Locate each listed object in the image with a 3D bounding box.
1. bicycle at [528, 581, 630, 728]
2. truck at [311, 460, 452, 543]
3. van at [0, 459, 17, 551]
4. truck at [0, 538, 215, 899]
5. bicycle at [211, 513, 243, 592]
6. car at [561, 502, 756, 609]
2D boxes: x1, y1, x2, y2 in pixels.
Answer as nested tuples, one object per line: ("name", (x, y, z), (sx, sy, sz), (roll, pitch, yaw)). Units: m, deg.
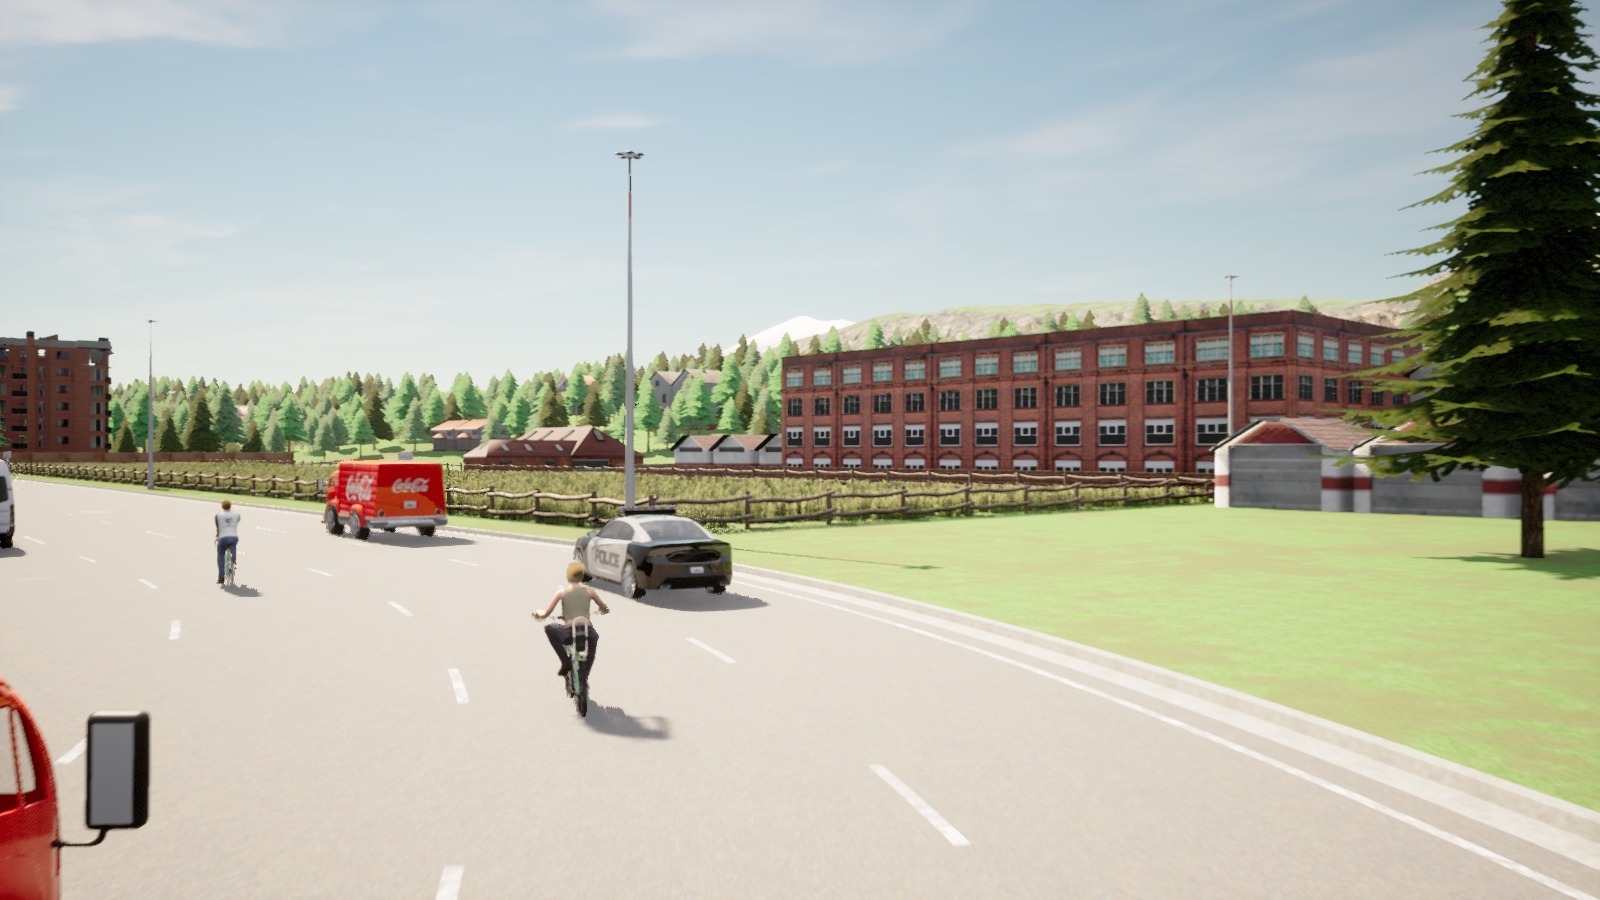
("bicycle", (-2.431, 2.167, 12.420), (0.859, 1.276, 1.487), (-2, 0, -19))
("truck", (-13.821, 1.595, 37.525), (2.627, 2.467, 5.204), (0, 0, -41))
("van", (-24.792, 1.561, 33.867), (1.988, 2.561, 5.915), (0, 0, -41))
("truck", (-3.396, 1.572, 1.821), (2.627, 2.467, 5.204), (1, 0, -6))
("bicycle", (-11.763, 2.074, 23.451), (0.373, 1.496, 1.643), (-1, 0, -34))
("car", (-3.012, 1.998, 23.054), (2.097, 1.638, 5.238), (0, 0, -29))
